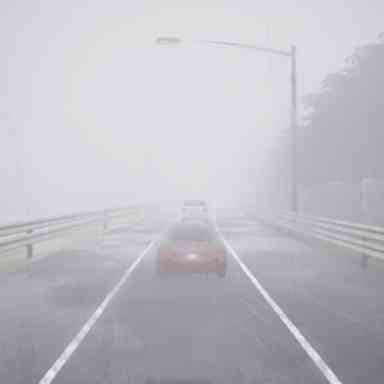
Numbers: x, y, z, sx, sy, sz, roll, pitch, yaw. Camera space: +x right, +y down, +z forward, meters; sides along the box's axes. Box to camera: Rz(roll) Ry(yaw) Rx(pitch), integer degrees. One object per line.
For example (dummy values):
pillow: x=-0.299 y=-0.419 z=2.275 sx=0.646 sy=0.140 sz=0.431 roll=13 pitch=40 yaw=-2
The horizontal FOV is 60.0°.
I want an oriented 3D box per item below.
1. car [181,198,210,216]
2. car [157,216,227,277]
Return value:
car: x=0.299 y=1.538 z=27.778 sx=2.150 sy=2.045 sz=5.566 roll=0 pitch=-1 yaw=2
car: x=-0.011 y=1.691 z=10.751 sx=1.994 sy=1.385 sz=4.181 roll=0 pitch=-1 yaw=0
